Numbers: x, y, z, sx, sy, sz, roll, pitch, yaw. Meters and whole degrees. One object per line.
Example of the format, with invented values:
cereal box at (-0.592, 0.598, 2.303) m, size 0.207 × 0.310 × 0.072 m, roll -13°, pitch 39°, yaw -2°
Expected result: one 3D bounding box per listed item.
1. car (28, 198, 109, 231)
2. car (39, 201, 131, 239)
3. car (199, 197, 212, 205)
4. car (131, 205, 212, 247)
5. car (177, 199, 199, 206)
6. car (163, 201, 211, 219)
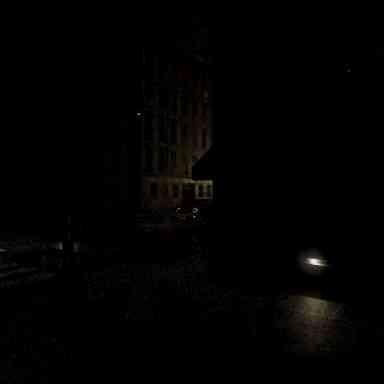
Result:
car at (-6.931, 1.282, 19.670) m, size 2.192 × 1.841 × 5.009 m, roll 0°, pitch 0°, yaw 36°
car at (-5.159, 1.457, 17.779) m, size 1.882 × 1.535 × 5.008 m, roll 0°, pitch 0°, yaw 34°
car at (2.896, 1.314, 19.618) m, size 2.192 × 1.841 × 5.009 m, roll 0°, pitch 0°, yaw 36°
car at (-0.308, 1.530, 15.136) m, size 1.752 × 1.417 × 4.829 m, roll 0°, pitch 0°, yaw 36°
car at (0.676, 1.321, 25.948) m, size 2.097 × 1.767 × 4.553 m, roll 0°, pitch 0°, yaw 35°
car at (-0.330, 1.521, 28.912) m, size 1.947 × 1.339 × 4.313 m, roll 0°, pitch 0°, yaw 36°
